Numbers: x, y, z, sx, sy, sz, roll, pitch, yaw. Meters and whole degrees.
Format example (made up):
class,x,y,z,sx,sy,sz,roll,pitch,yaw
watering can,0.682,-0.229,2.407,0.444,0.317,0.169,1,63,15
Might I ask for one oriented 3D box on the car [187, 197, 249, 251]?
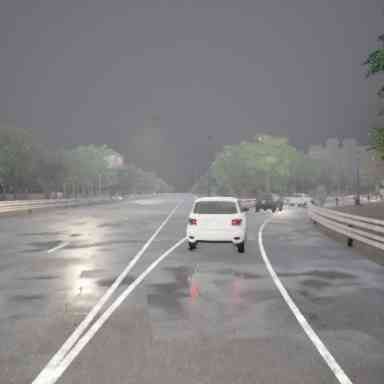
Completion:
class,x,y,z,sx,sy,sz,roll,pitch,yaw
car,1.225,1.225,14.282,2.150,2.045,5.566,0,0,10

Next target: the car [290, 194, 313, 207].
class,x,y,z,sx,sy,sz,roll,pitch,yaw
car,16.857,1.247,50.912,2.150,2.045,5.566,0,0,37

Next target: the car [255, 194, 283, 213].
class,x,y,z,sx,sy,sz,roll,pitch,yaw
car,8.782,1.233,37.657,2.150,2.045,5.566,0,0,26
